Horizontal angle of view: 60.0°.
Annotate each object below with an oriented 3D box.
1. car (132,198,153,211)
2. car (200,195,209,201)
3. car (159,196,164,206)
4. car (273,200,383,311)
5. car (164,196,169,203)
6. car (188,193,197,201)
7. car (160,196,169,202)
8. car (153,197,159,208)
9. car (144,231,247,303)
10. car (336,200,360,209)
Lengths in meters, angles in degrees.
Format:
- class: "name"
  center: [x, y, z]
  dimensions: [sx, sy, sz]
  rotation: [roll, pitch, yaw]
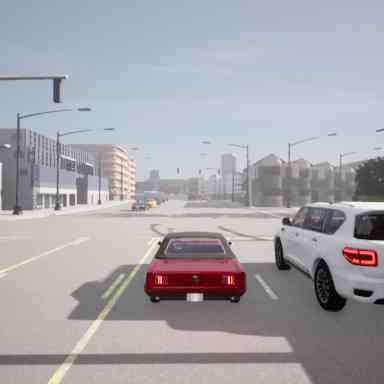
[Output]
- class: "car"
  center: [-7.083, 1.847, 46.000]
  dimensions: [2.128, 1.511, 4.902]
  rotation: [0, 0, 1]
- class: "car"
  center: [3.520, 1.507, 89.240]
  dimensions: [2.097, 1.767, 4.553]
  rotation: [0, -1, 0]
- class: "car"
  center: [-7.024, 1.851, 64.921]
  dimensions: [1.837, 1.490, 4.892]
  rotation: [0, 1, 0]
- class: "car"
  center: [3.565, 1.233, 7.919]
  dimensions: [2.150, 2.045, 5.566]
  rotation: [0, 0, 0]
- class: "car"
  center: [-6.984, 1.728, 75.067]
  dimensions: [2.128, 1.511, 4.902]
  rotation: [0, 1, 0]
- class: "car"
  center: [0.020, 1.373, 88.887]
  dimensions: [2.150, 2.045, 5.566]
  rotation: [0, -1, 0]
- class: "car"
  center: [-6.981, 1.665, 85.319]
  dimensions: [1.812, 1.442, 4.674]
  rotation: [0, 0, 0]
- class: "car"
  center: [-7.071, 1.884, 55.384]
  dimensions: [1.882, 1.535, 5.008]
  rotation: [0, 0, 0]
- class: "car"
  center: [0.071, 1.616, 8.211]
  dimensions: [1.895, 1.301, 4.718]
  rotation: [0, 0, 0]
- class: "car"
  center: [26.571, 2.096, 56.683]
  dimensions: [2.033, 1.411, 5.357]
  rotation: [-1, -1, 45]
